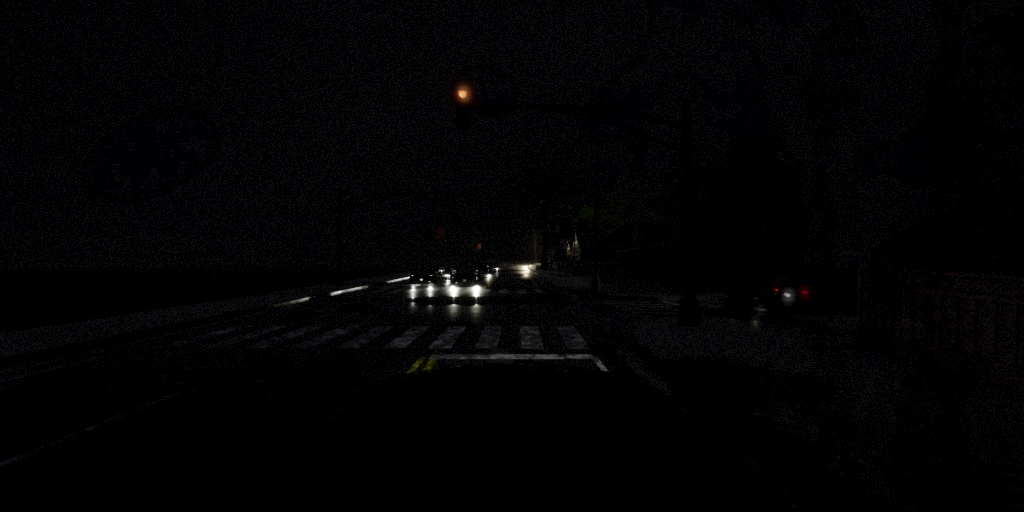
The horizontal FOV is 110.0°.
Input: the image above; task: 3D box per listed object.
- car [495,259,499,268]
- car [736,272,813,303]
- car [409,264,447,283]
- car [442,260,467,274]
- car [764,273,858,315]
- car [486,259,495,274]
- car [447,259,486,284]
[{"bbox_3d":[-3.244,1.308,62.044,1.812,1.442,4.674,0,0,0],"label":"car"},{"bbox_3d":[13.062,1.509,16.555,5.008,1.535,1.882,0,-2,-2],"label":"car"},{"bbox_3d":[-6.622,1.304,28.181,2.033,1.411,5.357,0,0,-4],"label":"car"},{"bbox_3d":[-6.589,1.246,41.837,2.128,1.511,4.902,0,0,0],"label":"car"},{"bbox_3d":[12.480,1.498,13.681,4.181,1.385,1.994,1,-2,-2],"label":"car"},{"bbox_3d":[-3.340,1.107,40.473,2.097,1.767,4.553,0,0,0],"label":"car"},{"bbox_3d":[-3.304,1.109,26.859,2.097,1.767,4.553,0,0,-1],"label":"car"}]
